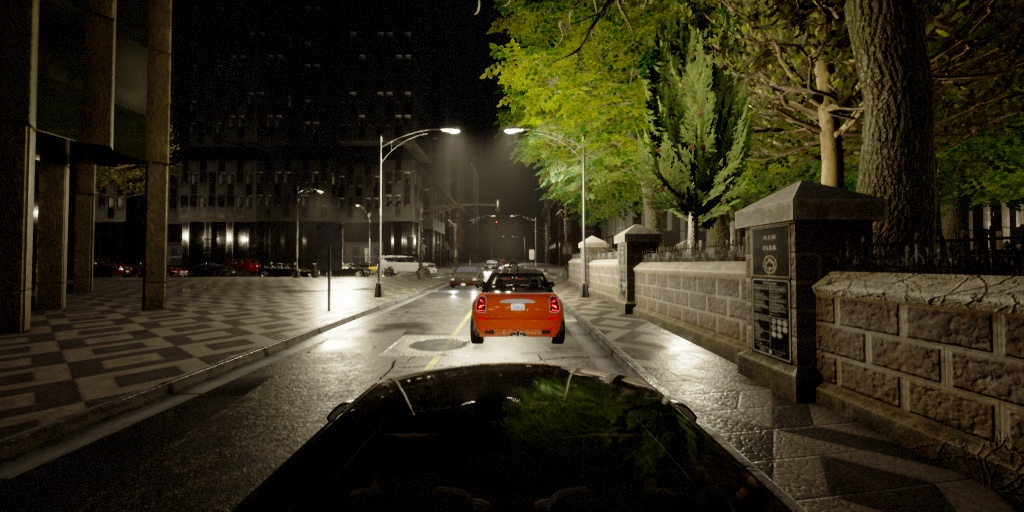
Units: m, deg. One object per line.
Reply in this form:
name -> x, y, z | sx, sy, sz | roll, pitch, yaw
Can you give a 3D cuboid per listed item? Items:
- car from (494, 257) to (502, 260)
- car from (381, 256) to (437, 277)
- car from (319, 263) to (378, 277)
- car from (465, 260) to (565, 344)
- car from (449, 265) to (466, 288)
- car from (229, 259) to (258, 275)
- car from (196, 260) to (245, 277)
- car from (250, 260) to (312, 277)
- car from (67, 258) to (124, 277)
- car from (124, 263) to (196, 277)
car -> -2.877, 1.325, 50.822 | 2.128, 1.511, 4.902 | 0, 0, 0
car -> -10.132, 1.005, 34.759 | 5.566, 2.045, 2.150 | 0, -1, -9
car -> -14.508, 1.267, 31.535 | 4.403, 1.370, 2.007 | 0, 0, 1
car -> 0.129, 1.107, 9.759 | 2.097, 1.767, 4.553 | 0, 0, 0
car -> -2.904, 1.319, 24.122 | 2.033, 1.411, 5.357 | 0, 0, 0
car -> -30.969, 1.237, 40.223 | 5.009, 1.841, 2.192 | 0, 0, 1
car -> -28.649, 1.356, 34.355 | 4.181, 1.385, 1.994 | 0, -1, 1
car -> -20.021, 1.289, 31.590 | 4.313, 1.339, 1.948 | 0, 0, 1
car -> -36.559, 1.061, 31.755 | 5.009, 1.841, 2.192 | 0, 0, 1
car -> -31.047, 1.320, 31.700 | 4.207, 1.307, 1.802 | 0, 0, 1
